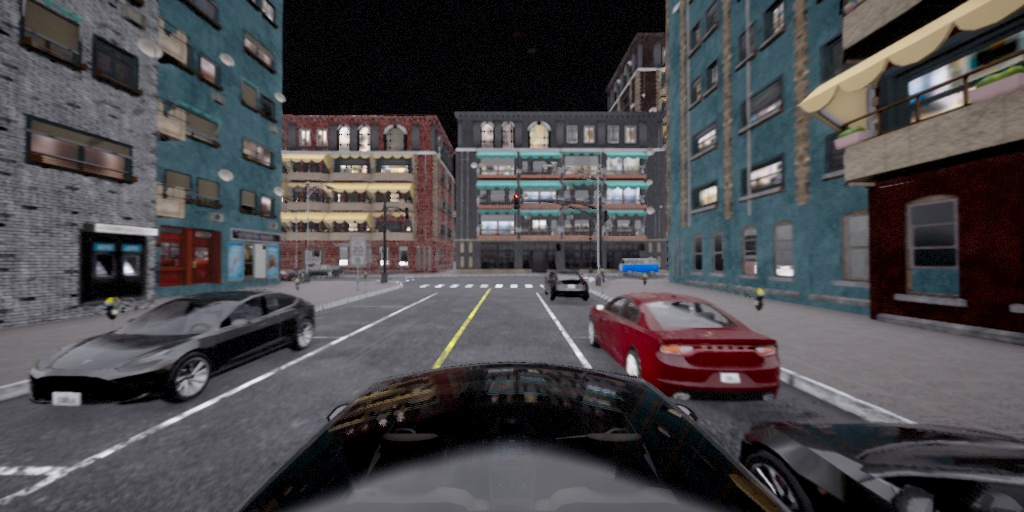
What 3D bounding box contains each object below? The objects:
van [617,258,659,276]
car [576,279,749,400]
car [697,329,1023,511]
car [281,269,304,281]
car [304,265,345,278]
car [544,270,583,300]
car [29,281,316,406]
[{"bbox_3d":[13.084,1.138,37.153,3.998,1.789,1.690,0,0,0],"label":"van"},{"bbox_3d":[2.565,1.306,6.454,1.888,1.381,4.507,0,0,0],"label":"car"},{"bbox_3d":[2.565,1.314,0.889,1.948,1.339,4.313,0,0,0],"label":"car"},{"bbox_3d":[-19.657,1.337,28.966,4.097,1.591,1.967,0,0,0],"label":"car"},{"bbox_3d":[-19.701,1.559,37.105,4.403,1.370,2.007,0,0,0],"label":"car"},{"bbox_3d":[2.564,1.357,17.581,1.948,1.339,4.313,0,0,0],"label":"car"},{"bbox_3d":[-5.283,1.327,6.429,1.948,1.339,4.313,0,0,0],"label":"car"}]
